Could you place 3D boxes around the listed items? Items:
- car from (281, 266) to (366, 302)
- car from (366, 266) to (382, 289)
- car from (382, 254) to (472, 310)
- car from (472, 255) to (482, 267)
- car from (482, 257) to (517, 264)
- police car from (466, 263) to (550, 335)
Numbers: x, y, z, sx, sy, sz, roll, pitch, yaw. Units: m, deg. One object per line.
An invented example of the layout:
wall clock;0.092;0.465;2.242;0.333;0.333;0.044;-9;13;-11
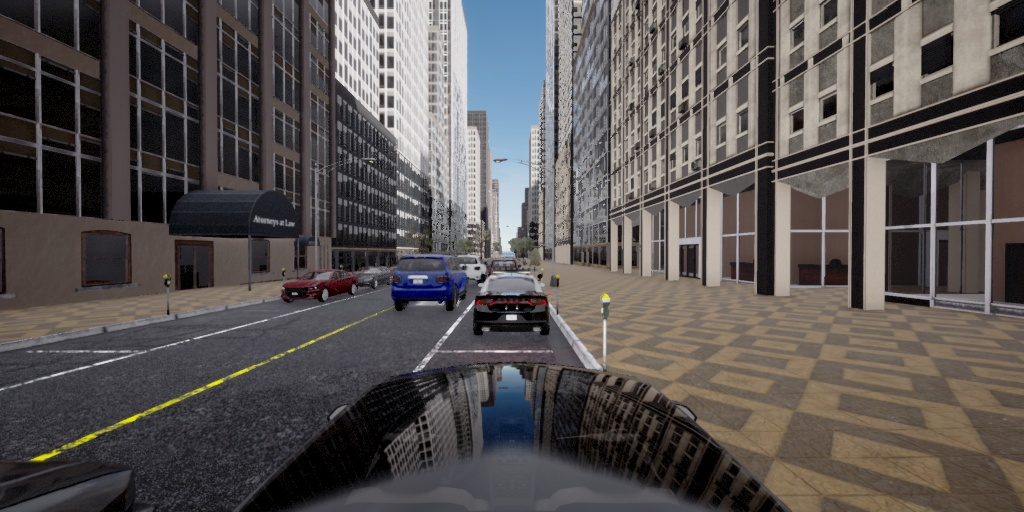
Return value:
car;-8.837;1.292;16.839;1.888;1.381;4.507;0;0;0
car;-8.838;1.297;22.523;2.007;1.370;4.403;0;0;0
car;-3.154;0.968;14.714;2.150;2.045;5.566;0;0;0
car;-3.064;0.969;26.203;2.150;2.045;5.566;0;0;0
car;-0.457;1.061;22.523;2.192;1.841;5.009;0;0;0
police car;-0.012;1.173;10.612;1.930;1.638;5.238;0;0;0
